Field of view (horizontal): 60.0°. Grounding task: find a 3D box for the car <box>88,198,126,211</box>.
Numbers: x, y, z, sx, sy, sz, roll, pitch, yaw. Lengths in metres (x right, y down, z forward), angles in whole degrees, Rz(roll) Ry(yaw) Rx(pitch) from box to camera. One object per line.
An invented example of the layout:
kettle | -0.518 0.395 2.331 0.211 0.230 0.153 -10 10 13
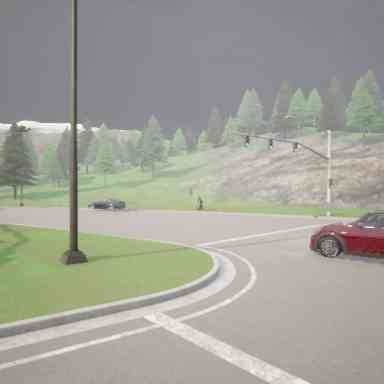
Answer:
car | -10.330 1.518 40.248 4.902 1.511 2.128 0 0 26

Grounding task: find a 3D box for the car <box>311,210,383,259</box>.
car | 6.385 1.372 11.083 4.553 1.767 2.097 0 0 43

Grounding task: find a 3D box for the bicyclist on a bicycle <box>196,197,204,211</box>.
bicyclist on a bicycle | 0.905 1.344 38.409 0.582 1.620 1.656 0 0 34
